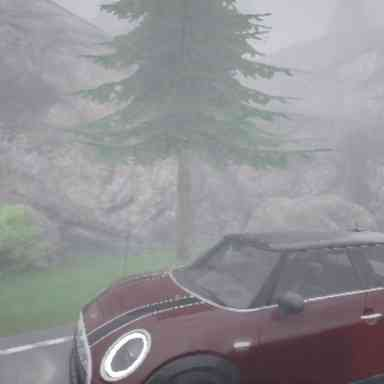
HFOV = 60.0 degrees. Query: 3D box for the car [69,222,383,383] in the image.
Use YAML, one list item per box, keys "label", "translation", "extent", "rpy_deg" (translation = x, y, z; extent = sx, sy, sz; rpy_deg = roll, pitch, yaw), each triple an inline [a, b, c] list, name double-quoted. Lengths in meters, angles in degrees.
- label: "car"
  translation: [0.930, 1.284, 4.070]
  extent: [4.553, 1.767, 2.097]
  rpy_deg: [0, 1, -21]
